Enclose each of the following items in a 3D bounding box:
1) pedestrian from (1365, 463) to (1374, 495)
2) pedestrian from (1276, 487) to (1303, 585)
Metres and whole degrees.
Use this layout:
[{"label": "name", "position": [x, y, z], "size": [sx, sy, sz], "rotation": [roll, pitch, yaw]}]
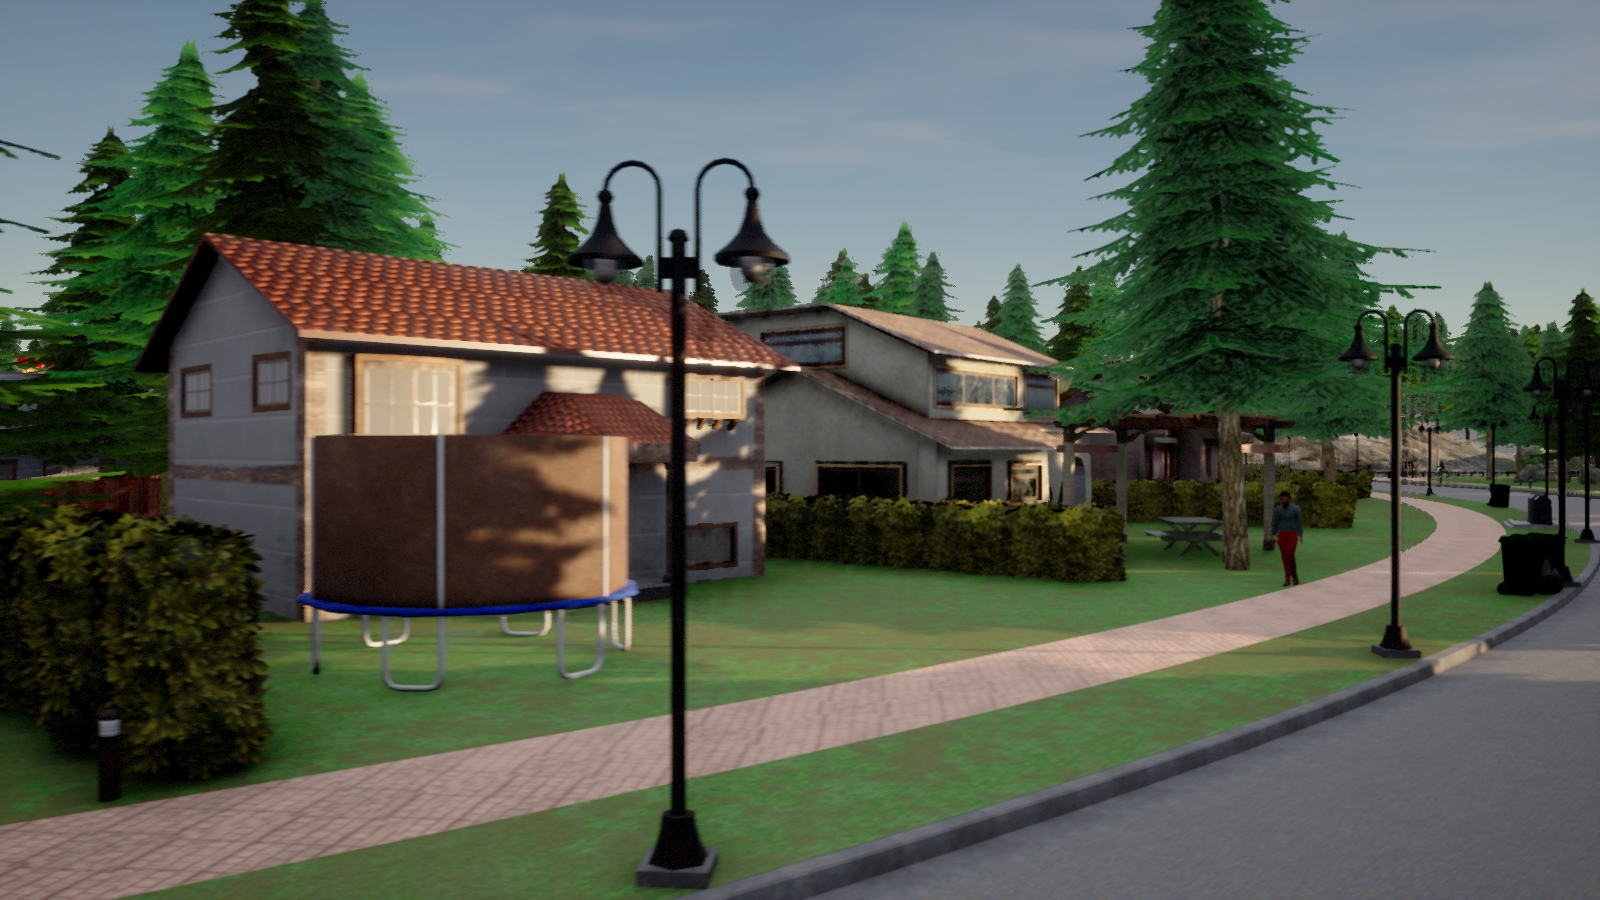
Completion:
[{"label": "pedestrian", "position": [33.102, 1.668, 66.439], "size": [0.375, 1.860, 0.375], "rotation": [0, 0, 12]}, {"label": "pedestrian", "position": [9.499, 1.665, 22.168], "size": [0.375, 1.860, 0.375], "rotation": [0, 0, 42]}]
